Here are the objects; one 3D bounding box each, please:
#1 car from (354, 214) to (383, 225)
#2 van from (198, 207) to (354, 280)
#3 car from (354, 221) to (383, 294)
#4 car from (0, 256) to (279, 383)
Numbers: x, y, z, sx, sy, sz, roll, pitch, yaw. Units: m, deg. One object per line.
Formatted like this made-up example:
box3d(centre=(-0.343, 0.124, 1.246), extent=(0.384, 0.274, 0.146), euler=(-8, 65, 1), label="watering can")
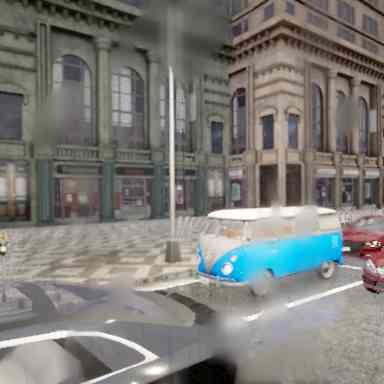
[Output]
box3d(centre=(6.468, 1.437, 11.282), extent=(4.507, 1.381, 1.887), euler=(-1, 0, -35), label="car")
box3d(centre=(1.967, 1.284, 8.073), extent=(3.998, 1.788, 1.690), euler=(-1, 0, -35), label="van")
box3d(centre=(5.687, 1.444, 7.428), extent=(4.674, 1.442, 1.812), euler=(-1, 0, -36), label="car")
box3d(centre=(-1.859, 1.496, 2.022), extent=(4.902, 1.511, 2.128), euler=(-1, 0, -36), label="car")
